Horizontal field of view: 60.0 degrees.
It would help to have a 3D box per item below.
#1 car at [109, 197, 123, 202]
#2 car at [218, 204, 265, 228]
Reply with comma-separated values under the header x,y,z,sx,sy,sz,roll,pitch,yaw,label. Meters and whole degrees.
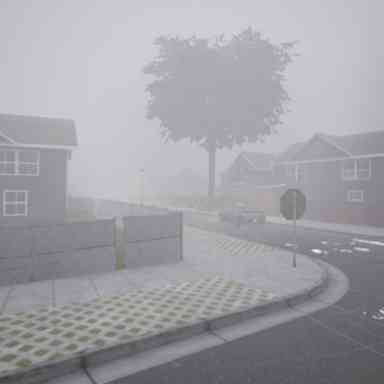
x,y,z,sx,sy,sz,roll,pitch,yaw,label
-12.033,1.562,52.629,1.812,1.442,4.674,0,0,-23,car
3.245,1.558,22.669,2.128,1.511,4.902,1,0,-15,car
